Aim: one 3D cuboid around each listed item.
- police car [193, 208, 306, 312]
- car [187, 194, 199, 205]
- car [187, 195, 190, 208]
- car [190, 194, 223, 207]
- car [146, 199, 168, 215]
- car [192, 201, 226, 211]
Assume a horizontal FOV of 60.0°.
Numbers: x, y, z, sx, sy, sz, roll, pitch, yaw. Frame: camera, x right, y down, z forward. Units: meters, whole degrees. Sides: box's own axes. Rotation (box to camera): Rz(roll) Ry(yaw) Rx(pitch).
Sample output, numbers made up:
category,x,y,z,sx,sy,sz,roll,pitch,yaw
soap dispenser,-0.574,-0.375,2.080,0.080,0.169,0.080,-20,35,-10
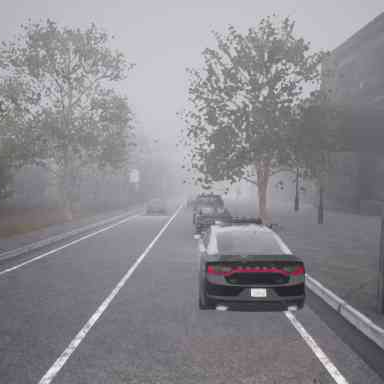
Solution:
category,x,y,z,sx,sy,sz,roll,pitch,yaw
police car,1.079,1.410,7.927,1.930,1.638,5.238,0,0,0
car,0.209,1.242,58.135,2.097,1.767,4.553,0,0,1
car,0.244,1.513,45.883,1.895,1.301,4.718,0,0,0
car,1.133,1.178,23.917,2.150,2.045,5.566,0,0,0
car,-3.385,1.443,32.679,1.837,1.490,4.892,0,0,0
car,1.112,1.444,17.866,1.882,1.535,5.008,0,0,0
